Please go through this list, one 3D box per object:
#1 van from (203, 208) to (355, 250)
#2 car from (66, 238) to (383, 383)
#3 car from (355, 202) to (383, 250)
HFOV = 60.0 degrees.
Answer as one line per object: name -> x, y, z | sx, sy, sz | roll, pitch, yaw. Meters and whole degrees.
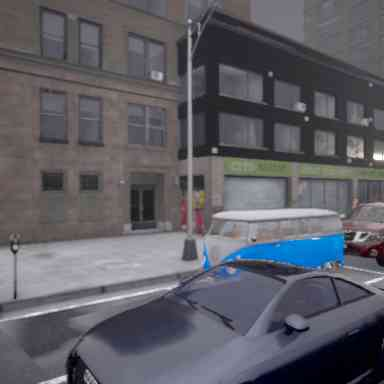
van -> 2.086, 1.330, 8.254 | 3.998, 1.788, 1.690 | 0, 0, -35
car -> 0.760, 1.560, 3.911 | 4.181, 1.385, 1.994 | 0, 0, -35
car -> 6.583, 1.295, 11.462 | 5.009, 1.841, 2.192 | 0, 0, -36
